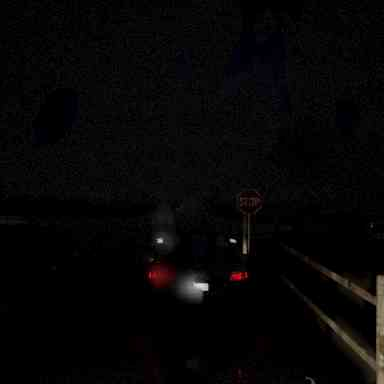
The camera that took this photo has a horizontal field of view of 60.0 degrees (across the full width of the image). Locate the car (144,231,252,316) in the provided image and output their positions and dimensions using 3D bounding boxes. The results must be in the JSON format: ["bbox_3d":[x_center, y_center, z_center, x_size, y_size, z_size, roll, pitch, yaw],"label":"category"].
[{"bbox_3d":[0.112,1.567,7.595,1.994,1.385,4.181,0,0,0],"label":"car"}]

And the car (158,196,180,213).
[{"bbox_3d":[-2.763,1.518,37.446,2.128,1.511,4.902,0,0,0],"label":"car"}]

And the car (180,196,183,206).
[{"bbox_3d":[-2.734,1.600,47.441,1.994,1.385,4.181,0,0,0],"label":"car"}]

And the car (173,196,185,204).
[{"bbox_3d":[-2.612,1.619,68.234,2.033,1.411,5.357,0,0,1],"label":"car"}]

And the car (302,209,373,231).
[{"bbox_3d":[10.211,1.962,23.625,4.892,1.490,1.837,2,0,-3],"label":"car"}]
